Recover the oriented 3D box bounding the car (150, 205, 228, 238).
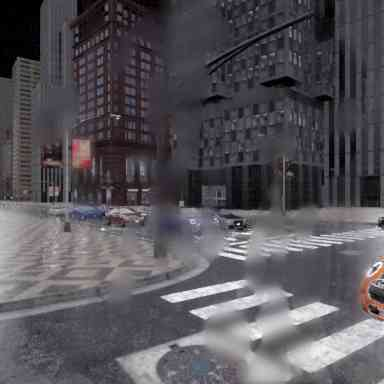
[{"bbox_3d":[-0.340,1.636,19.625,2.097,1.767,4.553,0,-1,-35],"label":"car"}]

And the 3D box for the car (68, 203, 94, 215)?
[{"bbox_3d":[-15.548,2.353,46.507,2.128,1.511,4.902,0,-1,-35],"label":"car"}]

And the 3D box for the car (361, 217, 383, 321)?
[{"bbox_3d":[5.319,1.378,5.918,4.553,1.767,2.097,0,0,-21],"label":"car"}]

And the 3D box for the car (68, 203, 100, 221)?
[{"bbox_3d":[-10.886,2.103,34.357,1.882,1.535,5.008,0,-1,-36],"label":"car"}]

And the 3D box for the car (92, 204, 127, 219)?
[{"bbox_3d":[-9.510,2.154,38.015,2.128,1.511,4.902,0,-1,-36],"label":"car"}]

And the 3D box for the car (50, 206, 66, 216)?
[{"bbox_3d":[-16.751,2.420,42.581,1.895,1.301,4.718,0,-1,-35],"label":"car"}]

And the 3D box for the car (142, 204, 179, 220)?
[{"bbox_3d":[-3.447,2.075,35.475,1.812,1.442,4.674,0,-1,-36],"label":"car"}]

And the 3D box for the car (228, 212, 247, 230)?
[{"bbox_3d":[1.734,1.861,22.344,1.994,1.385,4.181,0,-1,-36],"label":"car"}]

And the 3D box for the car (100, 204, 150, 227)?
[{"bbox_3d":[-5.491,1.976,26.839,1.812,1.442,4.674,0,-1,-36],"label":"car"}]
